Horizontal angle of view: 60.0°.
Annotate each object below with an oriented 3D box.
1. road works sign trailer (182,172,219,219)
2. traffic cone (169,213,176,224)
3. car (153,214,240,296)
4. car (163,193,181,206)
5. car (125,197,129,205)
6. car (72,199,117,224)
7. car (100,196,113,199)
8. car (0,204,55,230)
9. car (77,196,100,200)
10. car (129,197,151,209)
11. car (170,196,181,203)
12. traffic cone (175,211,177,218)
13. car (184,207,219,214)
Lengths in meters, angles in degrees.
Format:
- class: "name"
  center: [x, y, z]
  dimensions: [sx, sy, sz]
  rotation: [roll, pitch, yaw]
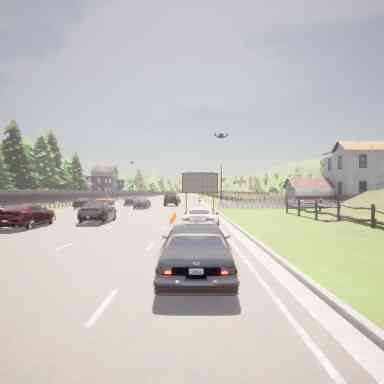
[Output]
- class: "road works sign trailer"
  center: [0.511, 0.464, 22.056]
  dimensions: [2.380, 3.560, 2.880]
  rotation: [0, 0, -4]
- class: "traffic cone"
  center: [-1.460, 1.955, 23.151]
  dimensions: [0.340, 0.580, 0.340]
  rotation: [0, 0, 0]
- class: "car"
  center: [0.108, 1.547, 8.795]
  dimensions: [2.033, 1.411, 5.357]
  rotation: [0, 0, 1]
- class: "car"
  center: [-3.337, 1.221, 53.331]
  dimensions: [2.150, 2.045, 5.566]
  rotation: [0, 0, 0]
- class: "car"
  center: [-10.333, 1.526, 56.977]
  dimensions: [1.812, 1.442, 4.674]
  rotation: [0, 0, 0]
- class: "car"
  center: [-6.871, 1.489, 24.469]
  dimensions: [2.128, 1.511, 4.902]
  rotation: [0, 0, 0]
- class: "car"
  center: [-13.839, 1.352, 53.104]
  dimensions: [2.097, 1.767, 4.553]
  rotation: [0, 0, 0]
- class: "car"
  center: [-10.375, 1.477, 20.996]
  dimensions: [1.882, 1.535, 5.008]
  rotation: [0, 0, 0]
- class: "car"
  center: [-13.849, 1.478, 43.106]
  dimensions: [1.882, 1.535, 5.008]
  rotation: [0, 0, 0]
- class: "car"
  center: [-6.843, 1.547, 45.996]
  dimensions: [2.033, 1.411, 5.357]
  rotation: [0, 0, 1]
- class: "car"
  center: [-3.319, 1.564, 68.547]
  dimensions: [1.994, 1.385, 4.181]
  rotation: [0, 0, 0]
- class: "traffic cone"
  center: [-1.458, 1.955, 25.151]
  dimensions: [0.340, 0.580, 0.340]
  rotation: [0, 0, 0]
- class: "car"
  center: [0.509, 1.539, 18.442]
  dimensions: [1.812, 1.442, 4.674]
  rotation: [0, -1, 6]
